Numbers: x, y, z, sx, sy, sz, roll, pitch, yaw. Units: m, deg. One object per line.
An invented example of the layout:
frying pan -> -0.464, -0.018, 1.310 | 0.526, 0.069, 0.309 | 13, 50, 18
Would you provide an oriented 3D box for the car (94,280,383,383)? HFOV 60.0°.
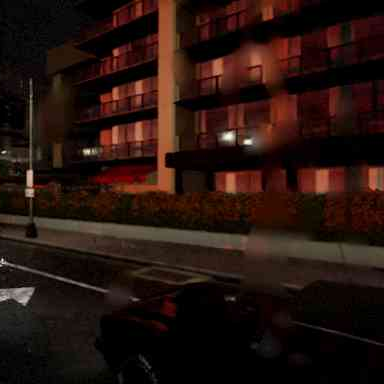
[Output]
car -> 1.214, 1.611, 3.249 | 4.718, 1.301, 1.895 | 0, 0, 35
